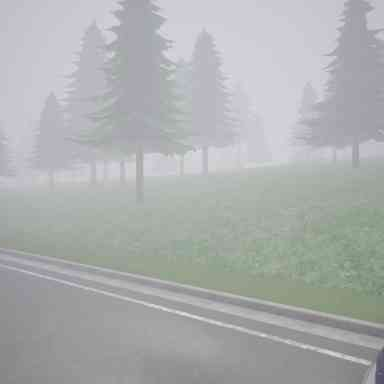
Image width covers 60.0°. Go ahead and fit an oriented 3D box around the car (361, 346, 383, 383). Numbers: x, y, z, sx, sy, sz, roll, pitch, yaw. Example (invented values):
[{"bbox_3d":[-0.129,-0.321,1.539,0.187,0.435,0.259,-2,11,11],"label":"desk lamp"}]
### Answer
[{"bbox_3d":[3.409,1.601,1.561,4.718,1.301,1.895,0,0,36],"label":"car"}]
